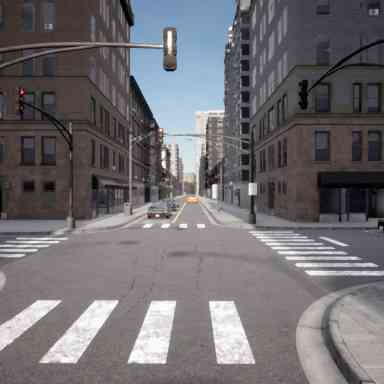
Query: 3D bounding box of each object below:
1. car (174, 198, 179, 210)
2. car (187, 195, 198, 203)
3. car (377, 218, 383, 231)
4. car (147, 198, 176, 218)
[{"bbox_3d":[-2.837,1.523,39.735,1.837,1.490,4.892,0,0,0],"label":"car"},{"bbox_3d":[0.107,1.423,70.090,2.097,1.767,4.553,0,0,0],"label":"car"},{"bbox_3d":[12.372,1.563,17.918,4.313,1.339,1.947,0,0,0],"label":"car"},{"bbox_3d":[-2.843,1.556,30.016,2.033,1.411,5.357,0,0,0],"label":"car"}]
